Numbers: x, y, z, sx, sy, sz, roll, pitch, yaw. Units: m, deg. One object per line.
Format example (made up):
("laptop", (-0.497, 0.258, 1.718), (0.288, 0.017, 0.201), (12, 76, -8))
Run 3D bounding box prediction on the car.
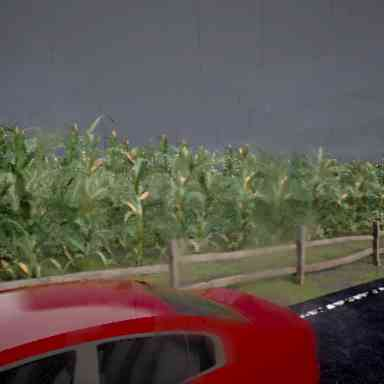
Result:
("car", (-1.220, 1.477, 2.201), (5.008, 1.535, 1.882), (0, 0, -35))
